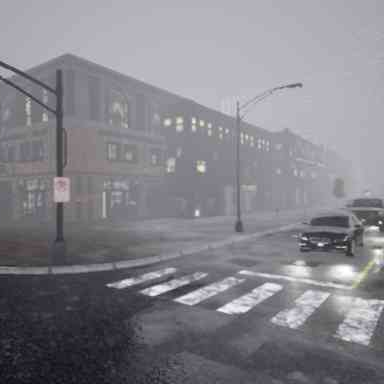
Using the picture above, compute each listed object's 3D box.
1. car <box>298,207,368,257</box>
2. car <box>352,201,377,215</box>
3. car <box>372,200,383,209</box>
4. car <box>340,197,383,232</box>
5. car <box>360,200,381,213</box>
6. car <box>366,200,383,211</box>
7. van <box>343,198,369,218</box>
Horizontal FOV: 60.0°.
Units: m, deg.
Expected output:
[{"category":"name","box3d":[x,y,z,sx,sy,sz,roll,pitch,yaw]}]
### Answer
[{"category":"car","box3d":[5.803,1.602,13.629,1.837,1.490,4.892,-1,-1,33]},{"category":"car","box3d":[19.714,1.804,37.913,2.008,1.369,4.403,-1,-1,35]},{"category":"car","box3d":[29.241,1.896,51.480,2.008,1.369,4.403,-1,-1,35]},{"category":"car","box3d":[11.677,1.365,21.957,2.150,2.045,5.566,-1,-1,35]},{"category":"car","box3d":[22.792,1.808,42.297,1.752,1.417,4.829,-1,-1,35]},{"category":"car","box3d":[26.065,1.865,46.958,2.008,1.369,4.403,-1,-1,35]},{"category":"van","box3d":[16.536,1.566,33.393,1.690,1.788,3.998,-1,-1,35]}]
